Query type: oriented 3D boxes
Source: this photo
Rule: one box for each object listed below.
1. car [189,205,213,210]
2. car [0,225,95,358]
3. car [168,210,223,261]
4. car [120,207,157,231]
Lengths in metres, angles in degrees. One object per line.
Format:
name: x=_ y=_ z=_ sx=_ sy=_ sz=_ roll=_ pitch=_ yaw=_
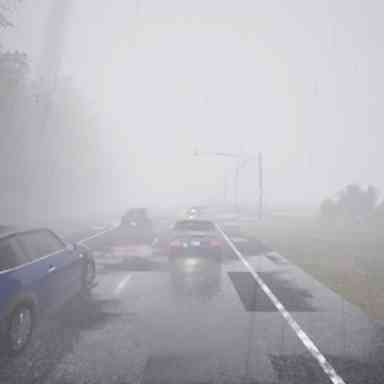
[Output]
car: x=0.761 y=1.727 z=26.751 sx=2.033 sy=1.411 sz=5.357 roll=0 pitch=0 yaw=11
car: x=-3.396 y=1.395 z=6.243 sx=2.097 sy=1.767 sz=4.553 roll=0 pitch=0 yaw=0
car: x=0.109 y=1.633 z=12.614 sx=2.033 sy=1.411 sz=5.357 roll=0 pitch=0 yaw=0
car: x=-3.385 y=1.671 z=21.484 sx=1.812 sy=1.442 sz=4.674 roll=0 pitch=0 yaw=0
